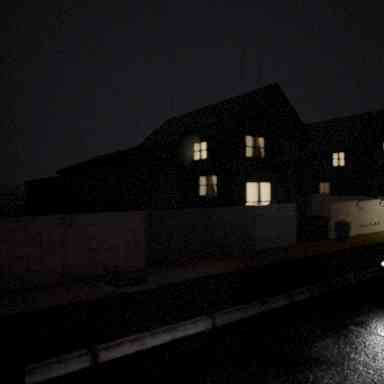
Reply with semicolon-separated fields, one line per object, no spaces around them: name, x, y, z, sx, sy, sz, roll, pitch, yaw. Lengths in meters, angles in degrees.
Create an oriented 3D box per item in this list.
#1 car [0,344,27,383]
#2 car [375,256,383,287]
car;-3.074;1.524;0.874;4.892;1.490;1.837;0;0;-36
car;6.076;1.528;7.391;4.718;1.301;1.895;-1;0;-35
